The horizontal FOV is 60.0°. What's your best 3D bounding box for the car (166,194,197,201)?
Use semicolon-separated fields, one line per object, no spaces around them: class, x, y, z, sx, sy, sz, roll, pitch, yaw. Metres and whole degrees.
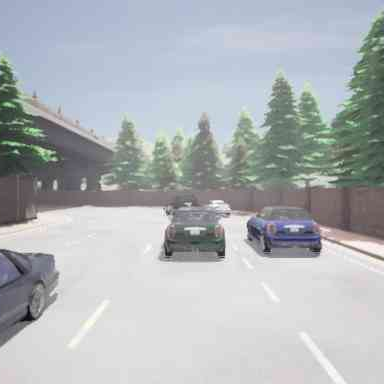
car;-0.977;1.217;30.038;2.150;2.045;5.566;1;0;-14

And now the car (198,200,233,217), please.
car;2.153;1.521;31.920;1.812;1.442;4.674;0;0;-17

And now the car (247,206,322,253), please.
car;3.600;1.351;13.799;2.097;1.767;4.553;0;0;0

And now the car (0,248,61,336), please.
car;-3.593;1.547;4.512;2.033;1.411;5.357;0;0;0

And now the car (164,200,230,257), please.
car;0.099;1.350;13.067;2.097;1.767;4.553;0;0;0
